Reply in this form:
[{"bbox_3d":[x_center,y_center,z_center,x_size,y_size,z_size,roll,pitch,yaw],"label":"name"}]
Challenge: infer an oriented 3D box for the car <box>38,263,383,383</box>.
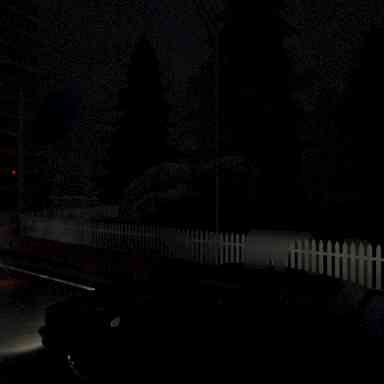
[{"bbox_3d":[0.574,1.547,3.585,5.357,1.411,2.033,0,0,36],"label":"car"}]
